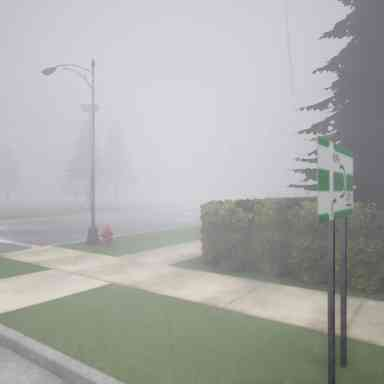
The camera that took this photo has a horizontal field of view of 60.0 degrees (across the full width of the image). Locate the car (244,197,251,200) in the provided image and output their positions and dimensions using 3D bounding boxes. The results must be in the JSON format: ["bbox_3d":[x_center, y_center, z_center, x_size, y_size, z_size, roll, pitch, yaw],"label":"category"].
[{"bbox_3d":[10.549,1.550,57.643,2.033,1.411,5.357,0,0,38],"label":"car"}]

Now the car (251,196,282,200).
[{"bbox_3d":[10.184,1.528,45.270,1.812,1.442,4.674,0,0,36],"label":"car"}]
